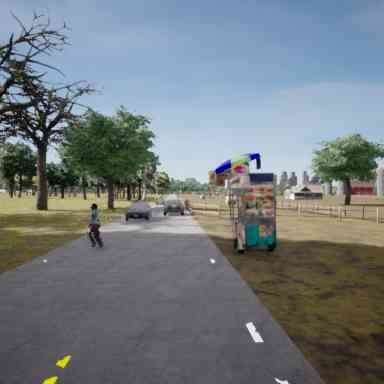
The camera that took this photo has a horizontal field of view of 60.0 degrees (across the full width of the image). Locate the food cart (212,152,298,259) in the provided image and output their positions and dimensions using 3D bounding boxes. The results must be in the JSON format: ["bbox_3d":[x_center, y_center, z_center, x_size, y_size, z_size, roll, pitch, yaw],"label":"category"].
[{"bbox_3d":[2.270,0.498,13.528,2.280,3.560,4.660,-1,-1,-3],"label":"food cart"}]

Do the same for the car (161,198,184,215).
[{"bbox_3d":[-1.976,1.549,36.439,2.097,1.767,4.553,0,0,-3],"label":"car"}]

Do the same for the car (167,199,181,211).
[{"bbox_3d":[-2.594,1.809,47.570,1.837,1.490,4.892,0,-1,-3],"label":"car"}]

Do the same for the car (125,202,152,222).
[{"bbox_3d":[-4.478,1.613,28.332,1.882,1.535,5.008,0,0,-3],"label":"car"}]

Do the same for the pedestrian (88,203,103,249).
[{"bbox_3d":[-3.851,1.329,13.220,0.375,1.860,0.375,1,-2,-18],"label":"pedestrian"}]

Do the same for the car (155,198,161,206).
[{"bbox_3d":[-6.599,2.098,69.506,2.128,1.511,4.902,0,-1,-3],"label":"car"}]
